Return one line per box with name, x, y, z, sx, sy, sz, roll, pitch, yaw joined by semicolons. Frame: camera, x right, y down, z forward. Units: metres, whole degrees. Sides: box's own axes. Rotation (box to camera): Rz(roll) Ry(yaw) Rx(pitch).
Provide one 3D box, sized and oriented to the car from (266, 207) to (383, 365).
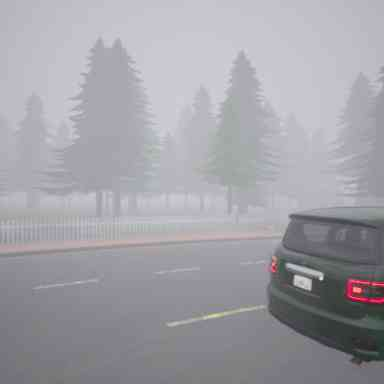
car;3.847;1.272;5.486;5.566;2.045;2.150;0;0;-26
